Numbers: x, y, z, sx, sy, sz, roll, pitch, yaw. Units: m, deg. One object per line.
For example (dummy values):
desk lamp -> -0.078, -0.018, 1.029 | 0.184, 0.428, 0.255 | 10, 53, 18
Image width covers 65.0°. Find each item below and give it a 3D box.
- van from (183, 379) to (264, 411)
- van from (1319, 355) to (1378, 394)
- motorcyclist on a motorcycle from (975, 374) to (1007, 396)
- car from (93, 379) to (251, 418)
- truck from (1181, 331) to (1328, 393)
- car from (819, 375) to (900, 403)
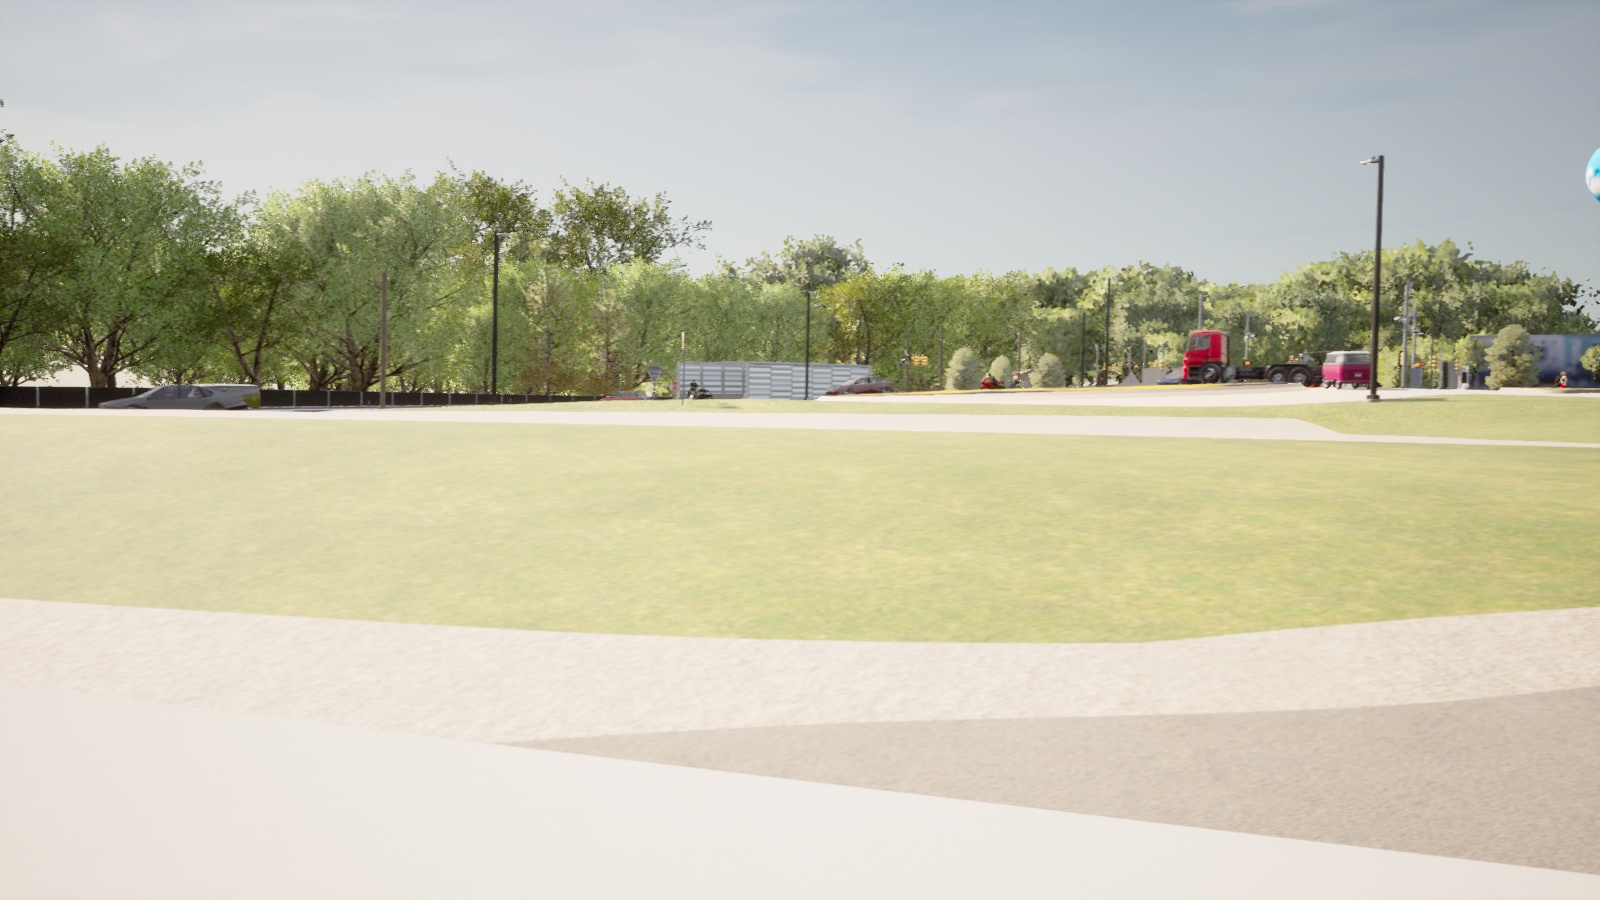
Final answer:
van -> -36.701, -3.501, 80.050 | 1.775, 1.987, 4.442 | 3, 3, 33
van -> 28.846, -3.987, 66.118 | 1.775, 1.987, 4.442 | 1, 4, 10
motorcyclist on a motorcycle -> 13.388, -4.550, 87.857 | 2.044, 1.523, 0.797 | -2, 3, -19
car -> -25.119, -2.085, 50.314 | 5.357, 1.411, 2.033 | -3, 4, -34
truck -> 27.375, -5.320, 75.729 | 7.936, 3.462, 2.891 | 3, 1, 27
car -> 3.857, -3.922, 81.180 | 4.792, 1.488, 2.163 | -3, -2, -33
